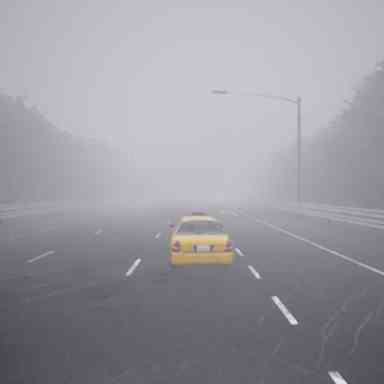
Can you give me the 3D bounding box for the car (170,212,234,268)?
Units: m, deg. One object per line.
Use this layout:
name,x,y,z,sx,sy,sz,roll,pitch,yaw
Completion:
car,0.197,1.445,11.246,1.801,1.575,5.366,0,0,-2
